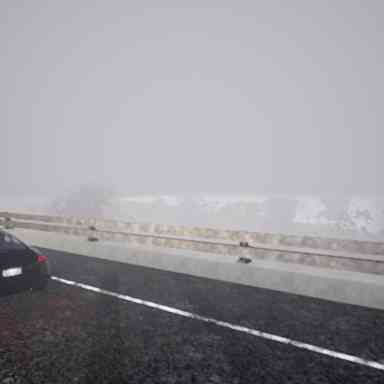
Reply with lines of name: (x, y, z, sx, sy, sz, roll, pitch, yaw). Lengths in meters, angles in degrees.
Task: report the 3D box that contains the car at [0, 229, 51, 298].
car: (-5.147, 1.538, 7.706, 4.181, 1.385, 1.994, 0, 0, 36)
